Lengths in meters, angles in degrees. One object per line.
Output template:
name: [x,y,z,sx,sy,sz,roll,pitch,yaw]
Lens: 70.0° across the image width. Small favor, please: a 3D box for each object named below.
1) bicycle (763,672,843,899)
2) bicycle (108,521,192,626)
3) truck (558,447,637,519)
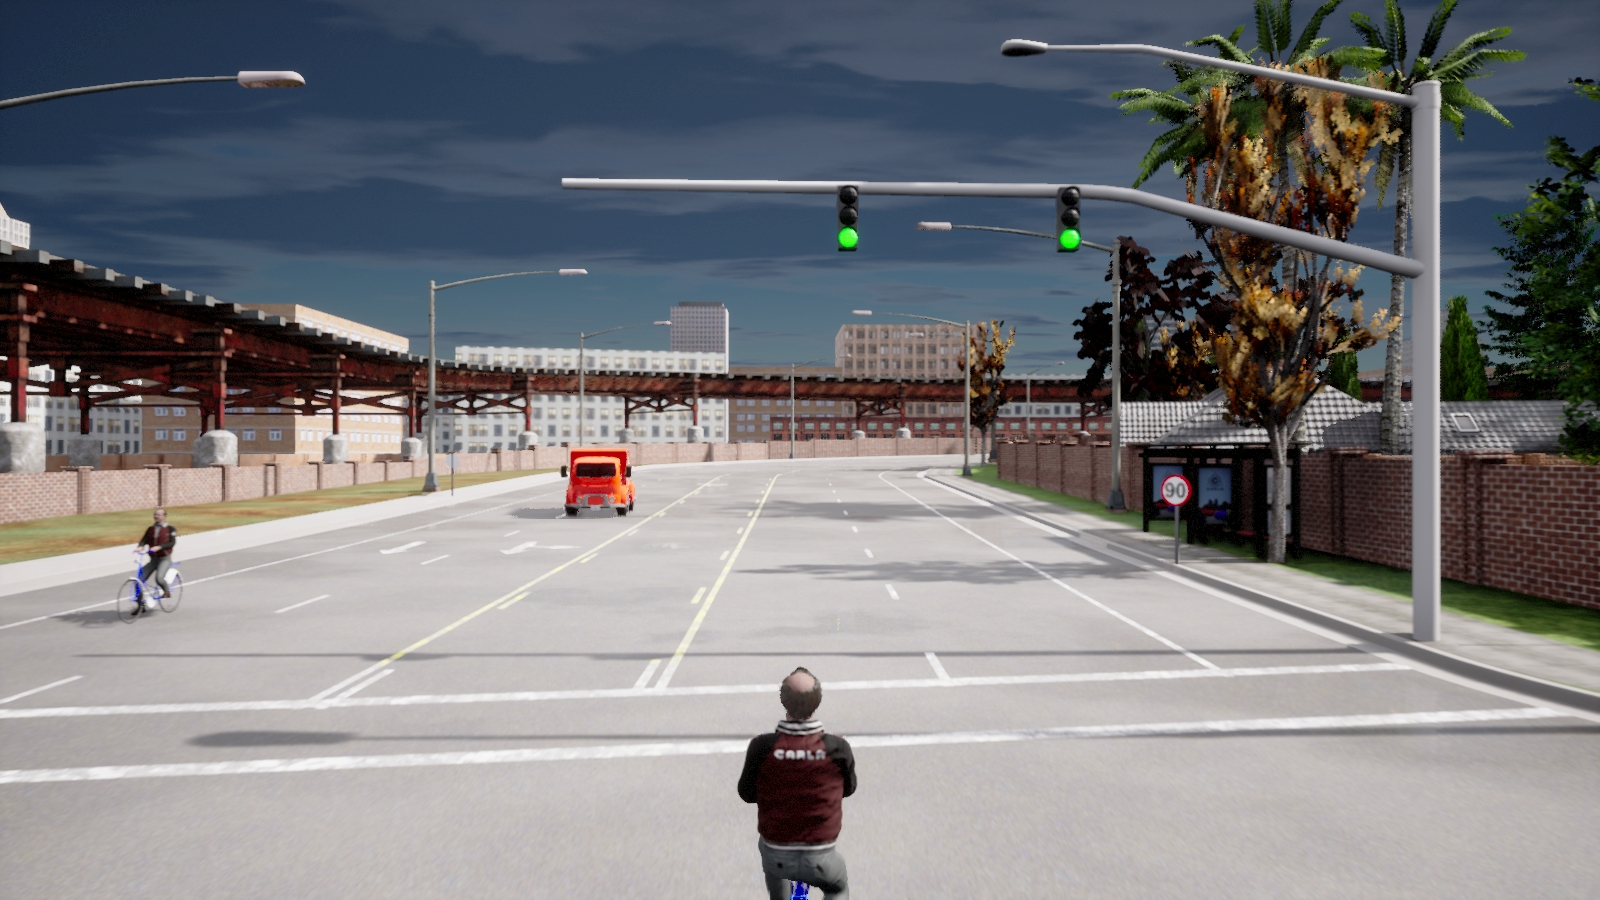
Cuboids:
bicycle: [0.014,2.028,5.634,0.329,1.496,1.835,0,1,0]
bicycle: [-10.488,1.957,18.490,0.329,1.496,1.835,0,0,0]
truck: [-7.541,1.155,43.076,2.627,2.467,5.204,0,1,-6]
